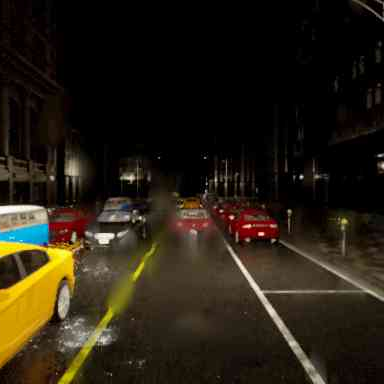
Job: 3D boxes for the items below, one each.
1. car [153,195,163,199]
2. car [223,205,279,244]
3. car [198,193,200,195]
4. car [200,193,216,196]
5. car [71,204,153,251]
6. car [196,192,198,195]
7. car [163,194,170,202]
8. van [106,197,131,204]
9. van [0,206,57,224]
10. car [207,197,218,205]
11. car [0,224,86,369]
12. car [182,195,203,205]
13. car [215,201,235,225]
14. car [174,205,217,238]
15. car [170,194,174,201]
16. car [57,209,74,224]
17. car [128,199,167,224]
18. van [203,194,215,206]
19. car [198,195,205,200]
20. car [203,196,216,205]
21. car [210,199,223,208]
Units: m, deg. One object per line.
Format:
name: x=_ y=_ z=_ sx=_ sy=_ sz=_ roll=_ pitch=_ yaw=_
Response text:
car: x=-5.837 y=1.519 z=48.636 sx=2.008 sy=1.369 sz=4.403 roll=0 pitch=0 yaw=0
car: x=2.757 y=1.530 z=15.480 sx=1.887 sy=1.381 sz=4.507 roll=0 pitch=0 yaw=0
car: x=2.670 y=1.397 z=70.734 sx=1.967 sy=1.590 sz=4.097 roll=0 pitch=0 yaw=0
car: x=2.704 y=1.282 z=48.632 sx=2.192 sy=1.841 sz=5.009 roll=0 pitch=0 yaw=0
car: x=-3.114 y=1.479 z=14.189 sx=2.128 sy=1.511 sz=4.902 roll=0 pitch=0 yaw=0
car: x=2.652 y=1.267 z=81.785 sx=2.192 sy=1.841 sz=5.009 roll=0 pitch=0 yaw=0
car: x=-5.857 y=1.486 z=65.041 sx=1.752 sy=1.417 sz=4.829 roll=0 pitch=0 yaw=0
van: x=-5.812 y=1.321 z=26.536 sx=1.690 sy=1.788 sz=3.998 roll=0 pitch=0 yaw=0
van: x=-5.792 y=1.332 z=9.961 sx=1.690 sy=1.788 sz=3.998 roll=0 pitch=0 yaw=0
car: x=2.731 y=1.501 z=32.226 sx=1.752 sy=1.417 sz=4.829 roll=0 pitch=0 yaw=0
car: x=-3.098 y=1.473 z=4.302 sx=1.882 sy=1.535 sz=5.008 roll=0 pitch=0 yaw=-1
car: x=-0.009 y=1.450 z=38.927 sx=1.882 sy=1.535 sz=5.008 roll=0 pitch=0 yaw=1
car: x=2.748 y=1.527 z=21.005 sx=1.887 sy=1.381 sz=4.507 roll=0 pitch=0 yaw=0
car: x=0.079 y=1.585 z=17.521 sx=1.895 sy=1.301 sz=4.718 roll=0 pitch=0 yaw=0
car: x=-5.871 y=1.270 z=76.260 sx=2.192 sy=1.841 sz=5.009 roll=0 pitch=0 yaw=0
car: x=-5.798 y=1.531 z=15.487 sx=1.887 sy=1.381 sz=4.507 roll=0 pitch=0 yaw=0
car: x=-3.115 y=1.486 z=24.322 sx=1.837 sy=1.490 sz=4.892 roll=0 pitch=0 yaw=0
van: x=2.696 y=1.306 z=54.157 sx=1.690 sy=1.788 sz=3.998 roll=0 pitch=0 yaw=0
car: x=2.636 y=1.494 z=92.835 sx=1.887 sy=1.381 sz=4.507 roll=0 pitch=0 yaw=0
car: x=2.714 y=1.515 z=43.107 sx=1.887 sy=1.381 sz=4.507 roll=0 pitch=0 yaw=0
car: x=2.740 y=1.523 z=26.530 sx=1.887 sy=1.381 sz=4.507 roll=0 pitch=0 yaw=0
